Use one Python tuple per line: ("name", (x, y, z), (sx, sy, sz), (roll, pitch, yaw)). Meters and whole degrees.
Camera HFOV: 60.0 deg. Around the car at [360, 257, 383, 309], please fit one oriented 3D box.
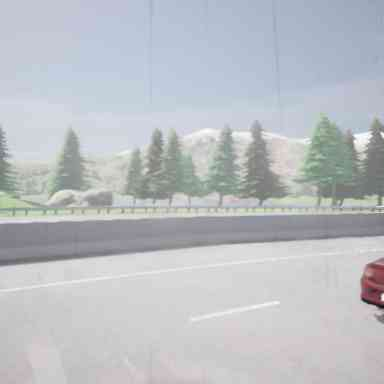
("car", (5.289, 1.580, 6.361), (4.674, 1.442, 1.812), (0, 0, -26))
